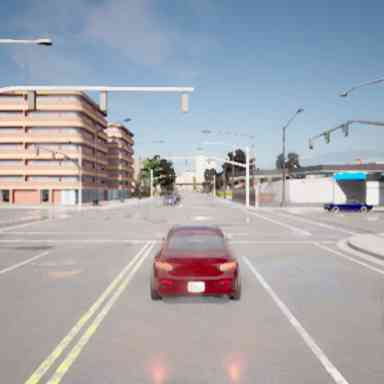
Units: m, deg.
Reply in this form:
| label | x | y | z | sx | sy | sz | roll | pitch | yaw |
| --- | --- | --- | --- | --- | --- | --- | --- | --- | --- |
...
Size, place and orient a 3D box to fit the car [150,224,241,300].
| label | x | y | z | sx | sy | sz | roll | pitch | yaw |
| --- | --- | --- | --- | --- | --- | --- | --- | --- | --- |
| car | 0.082 | 1.502 | 8.194 | 1.812 | 1.442 | 4.674 | 0 | 0 | 0 |

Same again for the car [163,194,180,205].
| label | x | y | z | sx | sy | sz | roll | pitch | yaw |
| --- | --- | --- | --- | --- | --- | --- | --- | --- | --- |
| car | -3.578 | 1.199 | 54.328 | 2.097 | 1.767 | 4.553 | 0 | 0 | 0 |

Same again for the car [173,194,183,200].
| label | x | y | z | sx | sy | sz | roll | pitch | yaw |
| --- | --- | --- | --- | --- | --- | --- | --- | --- | --- |
| car | -3.504 | 1.287 | 84.433 | 2.128 | 1.511 | 4.902 | 0 | 0 | 0 |

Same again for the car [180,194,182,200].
| label | x | y | z | sx | sy | sz | roll | pitch | yaw |
| --- | --- | --- | --- | --- | --- | --- | --- | --- | --- |
| car | -3.503 | 1.400 | 69.266 | 1.895 | 1.301 | 4.718 | 0 | 0 | 0 |

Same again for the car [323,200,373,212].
| label | x | y | z | sx | sy | sz | roll | pitch | yaw |
| --- | --- | --- | --- | --- | --- | --- | --- | --- | --- |
| car | 16.534 | 1.500 | 35.492 | 4.718 | 1.301 | 1.895 | 0 | 0 | 1 |
